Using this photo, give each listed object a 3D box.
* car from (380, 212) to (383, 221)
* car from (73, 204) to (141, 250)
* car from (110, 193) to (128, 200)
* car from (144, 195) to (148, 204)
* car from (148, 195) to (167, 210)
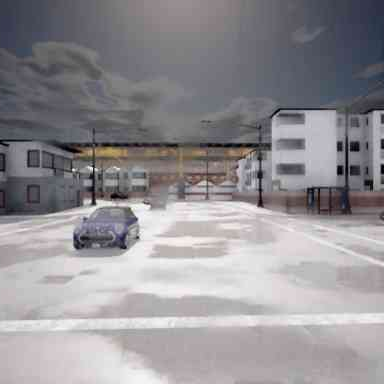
[{"bbox_3d":[16.502,1.610,24.640,4.674,1.442,1.812,0,0,1],"label":"car"},{"bbox_3d":[-3.622,1.435,14.793,2.097,1.767,4.553,0,0,0],"label":"car"},{"bbox_3d":[-14.312,0.845,65.087,1.882,1.535,5.008,0,0,-40],"label":"car"},{"bbox_3d":[-6.151,1.153,50.846,1.812,1.442,4.674,0,1,-19],"label":"car"},{"bbox_3d":[-4.067,1.351,40.342,1.837,1.490,4.892,0,1,-6],"label":"car"}]
